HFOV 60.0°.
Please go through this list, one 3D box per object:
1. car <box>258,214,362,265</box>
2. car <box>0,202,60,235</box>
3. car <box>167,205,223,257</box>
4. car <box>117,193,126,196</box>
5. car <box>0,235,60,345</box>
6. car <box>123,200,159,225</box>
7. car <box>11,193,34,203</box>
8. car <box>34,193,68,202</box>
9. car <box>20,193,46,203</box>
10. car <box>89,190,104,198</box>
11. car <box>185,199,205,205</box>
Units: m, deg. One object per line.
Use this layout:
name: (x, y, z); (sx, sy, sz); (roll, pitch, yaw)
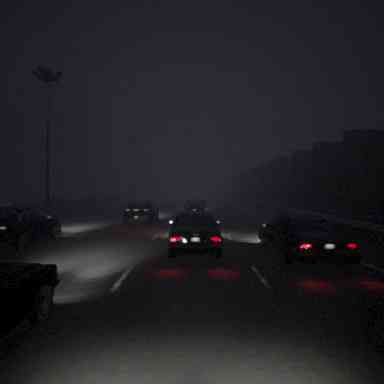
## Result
car: (3.600, 1.449, 11.202); (2.033, 1.411, 5.357); (0, 1, 0)
car: (-6.900, 1.375, 13.243); (2.128, 1.511, 4.902); (0, 1, 0)
car: (0.100, 1.438, 12.378); (2.033, 1.411, 5.357); (0, 1, 0)
car: (-17.378, 0.818, 82.428); (1.994, 1.385, 4.181); (0, 1, -4)
car: (-3.399, 1.564, 4.127); (1.895, 1.301, 4.718); (0, 1, 0)
car: (-3.350, 1.295, 22.474); (2.128, 1.511, 4.902); (0, 1, 1)
car: (-23.987, 1.085, 47.761); (1.837, 1.490, 4.892); (0, 1, 2)
car: (-17.156, 1.128, 41.494); (2.128, 1.511, 4.902); (0, 1, 2)
car: (-27.340, 0.994, 57.343); (2.128, 1.511, 4.902); (0, 1, 1)
car: (-20.388, 0.601, 71.297); (2.150, 2.045, 5.566); (0, 0, 0)
car: (0.325, 1.318, 32.349); (1.895, 1.301, 4.718); (0, 1, 1)
